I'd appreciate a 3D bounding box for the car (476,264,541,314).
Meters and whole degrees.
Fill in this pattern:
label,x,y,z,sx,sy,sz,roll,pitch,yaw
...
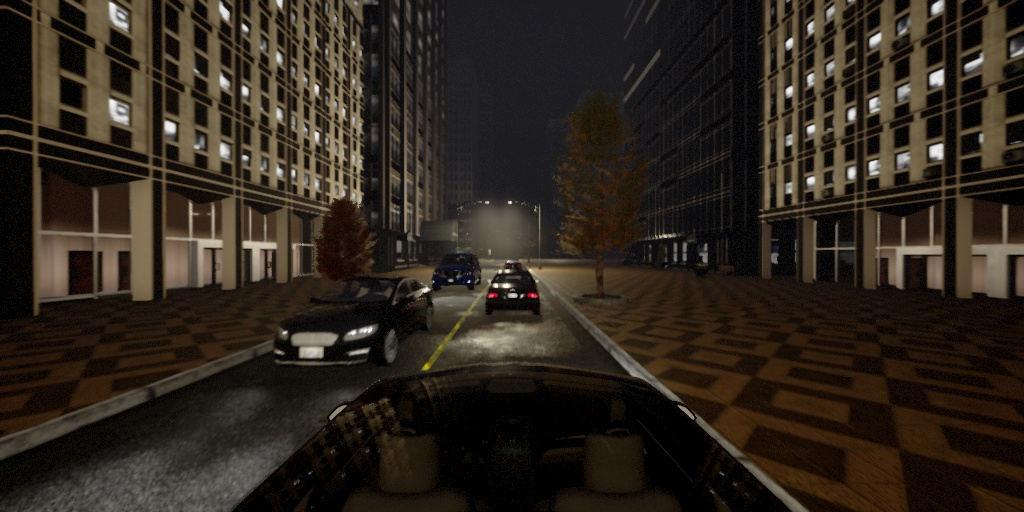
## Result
label,x,y,z,sx,sy,sz,roll,pitch,yaw
car,0.044,1.209,13.219,2.033,1.411,5.357,0,0,1

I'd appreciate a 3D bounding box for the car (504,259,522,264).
label,x,y,z,sx,sy,sz,roll,pitch,yaw
car,0.098,1.013,38.095,2.033,1.411,5.357,0,0,0

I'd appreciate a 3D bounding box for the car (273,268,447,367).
label,x,y,z,sx,sy,sz,roll,pitch,yaw
car,-3.049,1.193,7.949,2.128,1.511,4.902,0,1,1

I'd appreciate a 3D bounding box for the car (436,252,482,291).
label,x,y,z,sx,sy,sz,roll,pitch,yaw
car,-3.046,0.815,21.011,2.150,2.045,5.566,0,1,2
